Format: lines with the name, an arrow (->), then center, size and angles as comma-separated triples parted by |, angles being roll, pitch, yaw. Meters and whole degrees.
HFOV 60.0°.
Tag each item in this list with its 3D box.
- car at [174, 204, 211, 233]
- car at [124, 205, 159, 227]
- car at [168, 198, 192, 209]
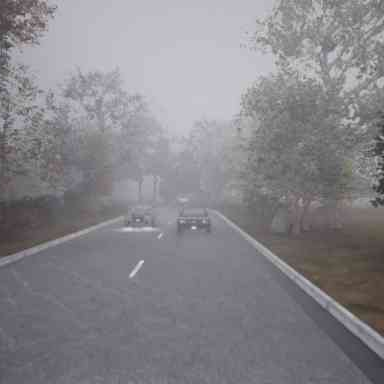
car -> 0.103, 1.609, 19.942 | 1.895, 1.301, 4.718 | 0, 0, 0
car -> -3.365, 1.571, 22.718 | 1.994, 1.385, 4.181 | 0, 0, 0
car -> -1.565, 1.510, 42.489 | 1.882, 1.535, 5.008 | 2, -1, -20
